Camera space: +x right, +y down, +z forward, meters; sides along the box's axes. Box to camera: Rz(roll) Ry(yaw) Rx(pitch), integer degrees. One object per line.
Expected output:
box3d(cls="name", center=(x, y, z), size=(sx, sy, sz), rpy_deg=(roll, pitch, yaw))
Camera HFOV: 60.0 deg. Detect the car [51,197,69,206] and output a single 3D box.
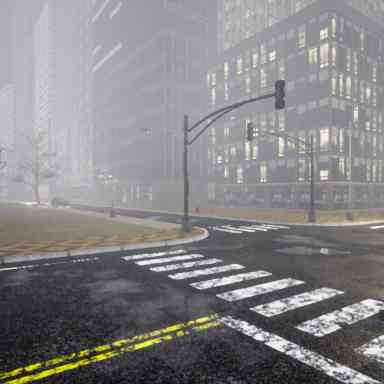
box3d(cls="car", center=(-21.611, 1.553, 54.287), size=(2.033, 1.411, 5.357), rpy_deg=(0, 0, -35))
